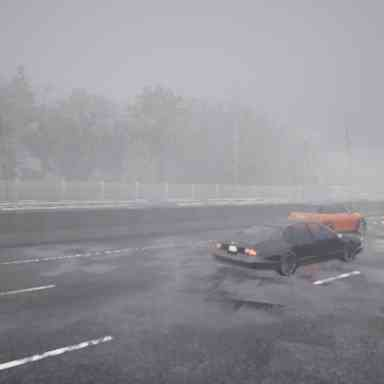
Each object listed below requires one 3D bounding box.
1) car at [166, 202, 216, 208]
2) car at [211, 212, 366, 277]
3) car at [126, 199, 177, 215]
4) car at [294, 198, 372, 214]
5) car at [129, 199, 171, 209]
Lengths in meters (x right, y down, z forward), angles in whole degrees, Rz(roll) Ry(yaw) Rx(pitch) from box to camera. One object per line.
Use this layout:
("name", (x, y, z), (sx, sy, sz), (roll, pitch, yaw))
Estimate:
("car", (0.694, 1.609, 25.990), (4.718, 1.301, 1.895), (0, 0, -35))
("car", (3.126, 1.550, 10.282), (5.357, 1.411, 2.033), (0, 0, -36))
("car", (-4.273, 1.501, 35.340), (4.902, 1.511, 2.128), (0, 0, -35))
("car", (7.129, 1.360, 17.438), (4.553, 1.767, 2.097), (0, 0, -36))
("car", (-3.450, 1.500, 31.630), (4.902, 1.511, 2.128), (0, 0, -35))
